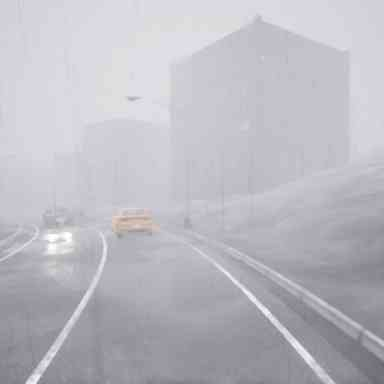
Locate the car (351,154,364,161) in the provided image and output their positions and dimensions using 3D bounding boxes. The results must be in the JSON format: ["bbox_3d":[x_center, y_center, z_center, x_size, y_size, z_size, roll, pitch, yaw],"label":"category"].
[{"bbox_3d":[31.136,-5.966,60.097,2.002,1.452,4.674,0,1,8],"label":"car"}]

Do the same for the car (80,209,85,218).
[{"bbox_3d":[-13.606,2.283,37.242,1.994,1.385,4.181,-2,-1,-38],"label":"car"}]

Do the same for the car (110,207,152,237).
[{"bbox_3d":[-3.625,1.629,19.329,1.882,1.535,5.008,-1,-1,-19],"label":"car"}]

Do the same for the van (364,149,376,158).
[{"bbox_3d":[30.394,-6.082,54.498,1.878,1.987,4.442,0,2,8],"label":"van"}]

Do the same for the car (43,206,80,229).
[{"bbox_3d":[-10.313,1.909,25.522,2.128,1.511,4.902,-1,-1,-28],"label":"car"}]

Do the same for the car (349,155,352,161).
[{"bbox_3d":[31.853,-6.398,65.528,2.435,2.045,5.566,0,1,8],"label":"car"}]

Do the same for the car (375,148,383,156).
[{"bbox_3d":[29.687,-5.706,49.155,2.231,1.521,4.892,0,2,8],"label":"car"}]
